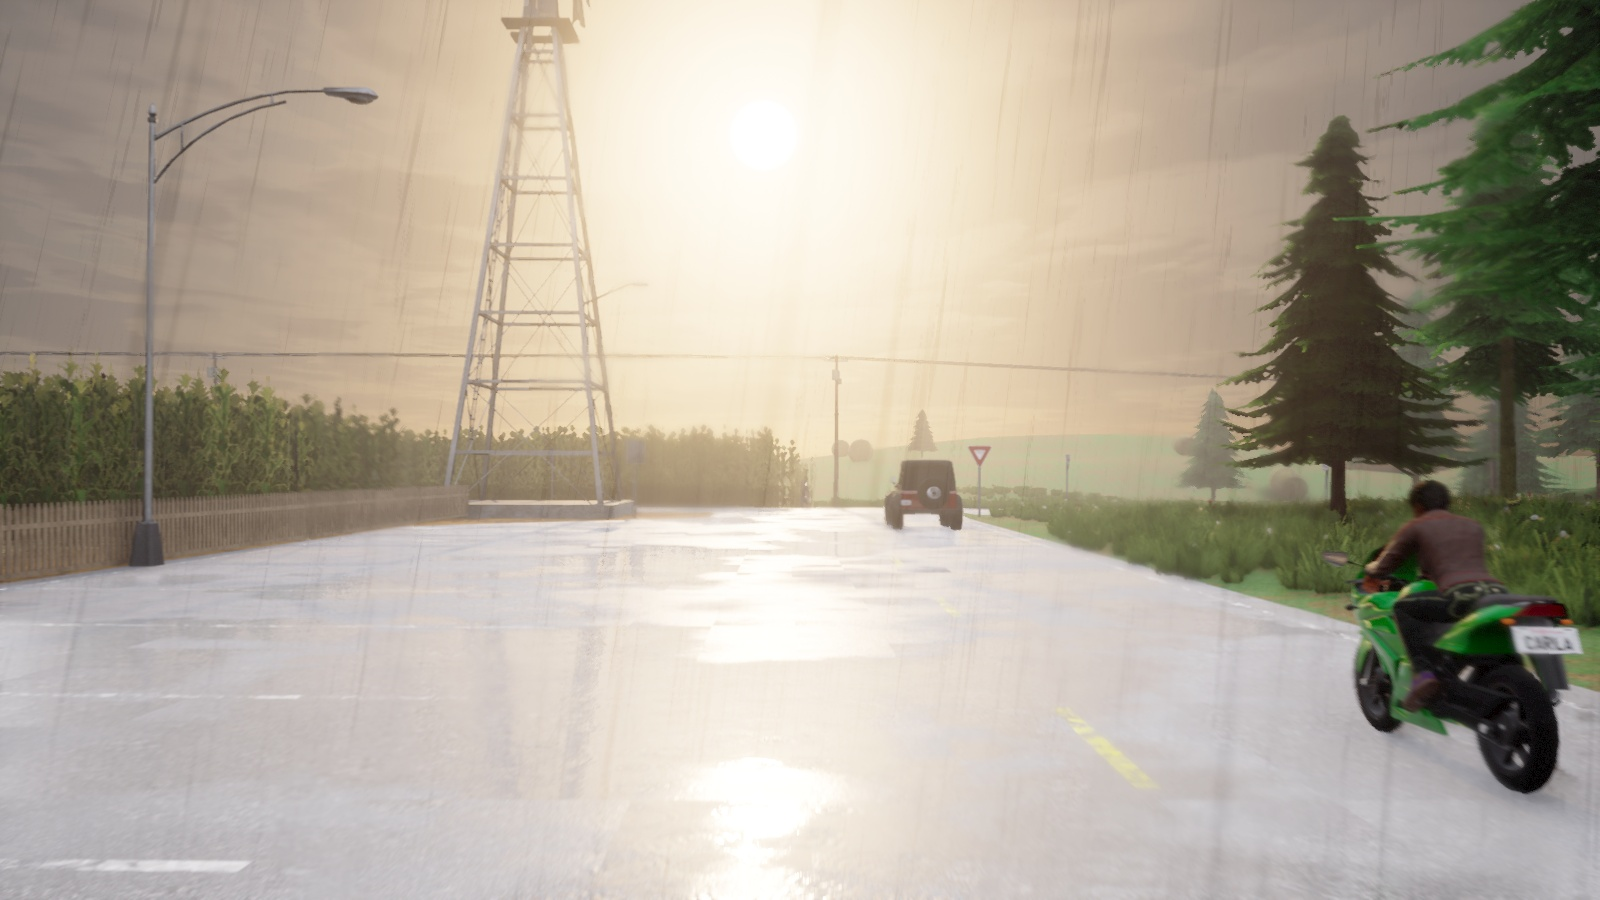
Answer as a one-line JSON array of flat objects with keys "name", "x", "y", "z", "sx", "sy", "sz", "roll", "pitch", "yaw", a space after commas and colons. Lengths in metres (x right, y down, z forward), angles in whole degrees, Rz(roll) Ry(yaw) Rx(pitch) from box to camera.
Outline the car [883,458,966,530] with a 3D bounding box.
[{"name": "car", "x": 3.415, "y": 1.182, "z": 34.965, "sx": 1.905, "sy": 1.878, "sz": 3.866, "roll": 0, "pitch": -1, "yaw": 0}]

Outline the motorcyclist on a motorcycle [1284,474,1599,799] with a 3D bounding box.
[{"name": "motorcyclist on a motorcycle", "x": 3.483, "y": 0.899, "z": 6.960, "sx": 0.797, "sy": 1.523, "sz": 2.044, "roll": 0, "pitch": -1, "yaw": 0}]
